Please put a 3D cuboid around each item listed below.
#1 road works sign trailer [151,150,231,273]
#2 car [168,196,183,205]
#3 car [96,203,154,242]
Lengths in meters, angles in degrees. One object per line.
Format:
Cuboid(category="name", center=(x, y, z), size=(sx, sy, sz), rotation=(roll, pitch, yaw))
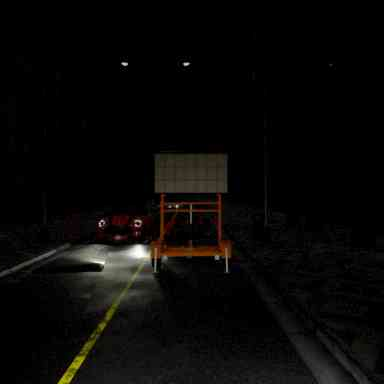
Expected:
Cuboid(category="road works sign trailer", center=(-0.029, 0.467, 10.668), size=(2.380, 3.560, 2.880), rotation=(0, 0, 0))
Cuboid(category="car", center=(-3.255, 1.625, 59.426), size=(2.033, 1.411, 5.357), rotation=(0, 0, 0))
Cuboid(category="car", center=(-3.149, 1.357, 16.382), size=(2.097, 1.767, 4.553), rotation=(0, 0, 0))
